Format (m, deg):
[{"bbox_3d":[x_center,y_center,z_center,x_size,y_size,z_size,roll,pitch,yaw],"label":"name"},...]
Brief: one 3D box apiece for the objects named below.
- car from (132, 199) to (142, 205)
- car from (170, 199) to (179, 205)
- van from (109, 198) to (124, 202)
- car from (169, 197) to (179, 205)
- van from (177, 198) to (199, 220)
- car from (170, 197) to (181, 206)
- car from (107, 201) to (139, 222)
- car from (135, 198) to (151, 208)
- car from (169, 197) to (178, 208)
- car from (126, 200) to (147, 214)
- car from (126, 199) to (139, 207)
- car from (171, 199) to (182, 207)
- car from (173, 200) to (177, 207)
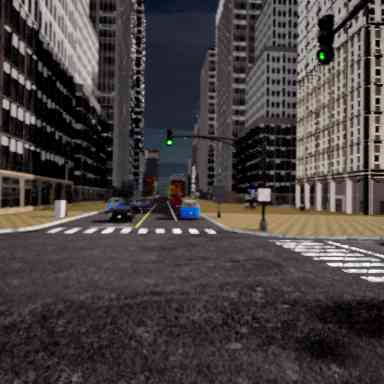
[{"bbox_3d":[-12.374,2.185,75.374,1.802,1.307,4.206,1,-1,-5],"label":"car"},{"bbox_3d":[-4.024,2.310,76.065,1.947,1.339,4.313,1,-1,-5],"label":"car"},{"bbox_3d":[-9.628,1.639,42.255,1.690,1.788,3.998,1,-1,-5],"label":"van"},{"bbox_3d":[-4.475,2.110,81.588,2.192,1.841,5.009,1,-1,-5],"label":"car"},{"bbox_3d":[-0.250,1.678,31.919,1.690,1.788,3.998,1,-1,-5],"label":"van"},{"bbox_3d":[-3.562,2.009,70.548,2.192,1.841,5.009,1,-1,-5],"label":"car"},{"bbox_3d":[-5.857,1.770,28.050,1.994,1.385,4.181,1,-1,-5],"label":"car"},{"bbox_3d":[-8.333,1.844,58.709,2.097,1.767,4.553,1,-1,-4],"label":"car"},{"bbox_3d":[-2.648,1.907,59.506,2.192,1.841,5.009,1,-1,-5],"label":"car"},{"bbox_3d":[-6.825,1.917,39.752,1.895,1.301,4.718,1,-1,-5],"label":"car"},{"bbox_3d":[-11.460,2.053,64.333,2.008,1.369,4.403,1,-1,-5],"label":"car"},{"bbox_3d":[-3.109,2.188,65.024,1.887,1.381,4.507,1,-1,-5],"label":"car"},{"bbox_3d":[-0.801,1.932,37.428,1.887,1.381,4.507,1,-1,-5],"label":"car"}]
